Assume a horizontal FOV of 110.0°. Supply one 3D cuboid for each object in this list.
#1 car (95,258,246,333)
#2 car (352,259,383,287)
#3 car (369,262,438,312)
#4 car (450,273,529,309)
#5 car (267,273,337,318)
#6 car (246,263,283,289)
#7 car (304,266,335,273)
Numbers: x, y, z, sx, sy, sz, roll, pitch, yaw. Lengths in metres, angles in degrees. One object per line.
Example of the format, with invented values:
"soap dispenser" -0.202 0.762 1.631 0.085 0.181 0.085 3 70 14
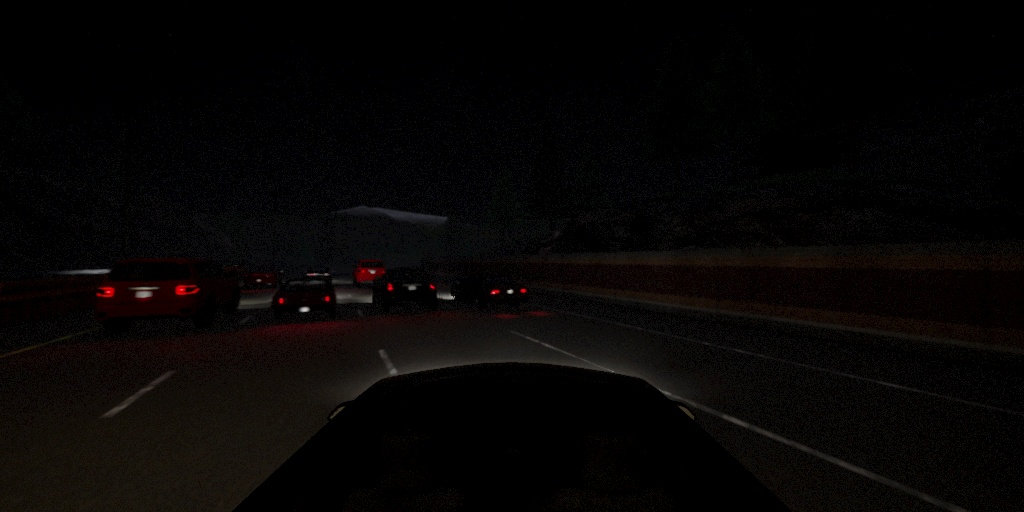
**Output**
"car" -10.584 1.079 11.528 2.150 2.045 5.566 0 0 -27
"car" -11.161 1.271 28.059 2.150 2.045 5.566 0 0 -27
"car" -4.725 1.257 15.463 2.097 1.767 4.553 0 -1 -27
"car" -1.200 1.466 16.233 2.033 1.411 5.357 0 -1 -27
"car" -7.764 1.483 13.708 1.895 1.301 4.718 0 -1 -27
"car" -18.135 1.497 26.379 1.882 1.535 5.008 0 0 -26
"car" -14.689 1.527 27.302 2.128 1.511 4.902 0 -1 -26
